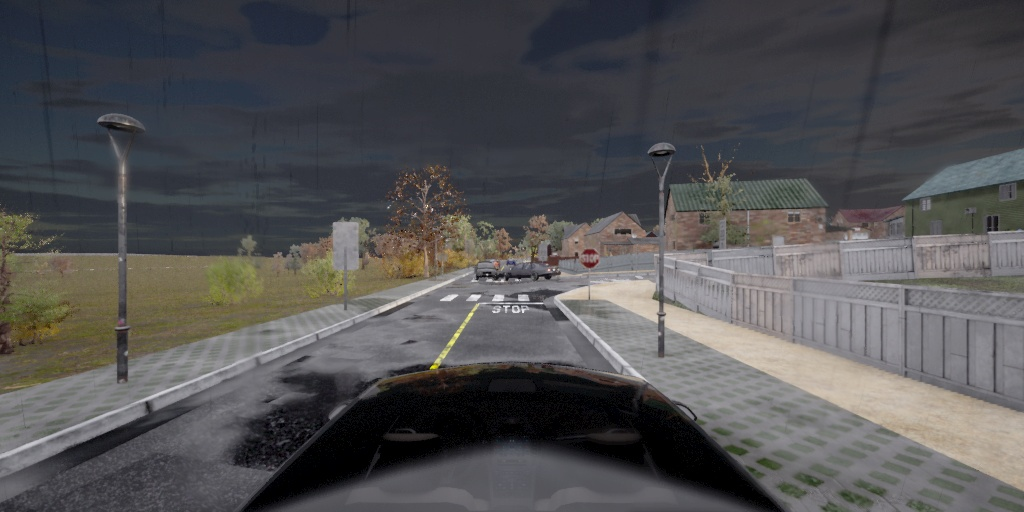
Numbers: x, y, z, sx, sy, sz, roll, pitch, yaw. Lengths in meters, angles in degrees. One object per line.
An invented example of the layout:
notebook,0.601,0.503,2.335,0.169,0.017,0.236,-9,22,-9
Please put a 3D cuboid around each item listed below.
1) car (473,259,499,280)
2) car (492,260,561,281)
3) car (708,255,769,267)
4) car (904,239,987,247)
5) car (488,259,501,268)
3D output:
car,-2.327,1.263,31.182,1.837,1.490,4.892,0,0,-8
car,1.268,1.203,28.281,5.357,1.411,2.033,-4,-3,43
car,14.334,0.417,22.692,4.181,1.385,1.994,-3,0,16
car,23.840,-0.205,20.294,4.902,1.511,2.128,-3,0,14
car,-2.986,1.267,61.035,1.882,1.535,5.008,0,0,0
